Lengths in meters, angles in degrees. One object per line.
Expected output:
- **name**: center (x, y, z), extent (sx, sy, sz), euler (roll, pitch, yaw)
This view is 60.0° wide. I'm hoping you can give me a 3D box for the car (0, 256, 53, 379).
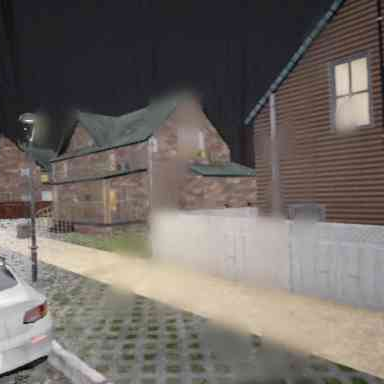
- **car**: center (-3.651, 1.543, 4.856), extent (4.674, 1.442, 1.812), euler (-1, 1, 45)
